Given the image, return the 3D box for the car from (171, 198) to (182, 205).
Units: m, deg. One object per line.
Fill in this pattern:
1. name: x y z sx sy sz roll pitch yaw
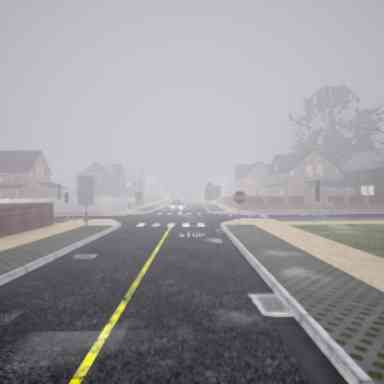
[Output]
1. car: -2.749 1.736 60.195 1.895 1.301 4.718 0 0 0
